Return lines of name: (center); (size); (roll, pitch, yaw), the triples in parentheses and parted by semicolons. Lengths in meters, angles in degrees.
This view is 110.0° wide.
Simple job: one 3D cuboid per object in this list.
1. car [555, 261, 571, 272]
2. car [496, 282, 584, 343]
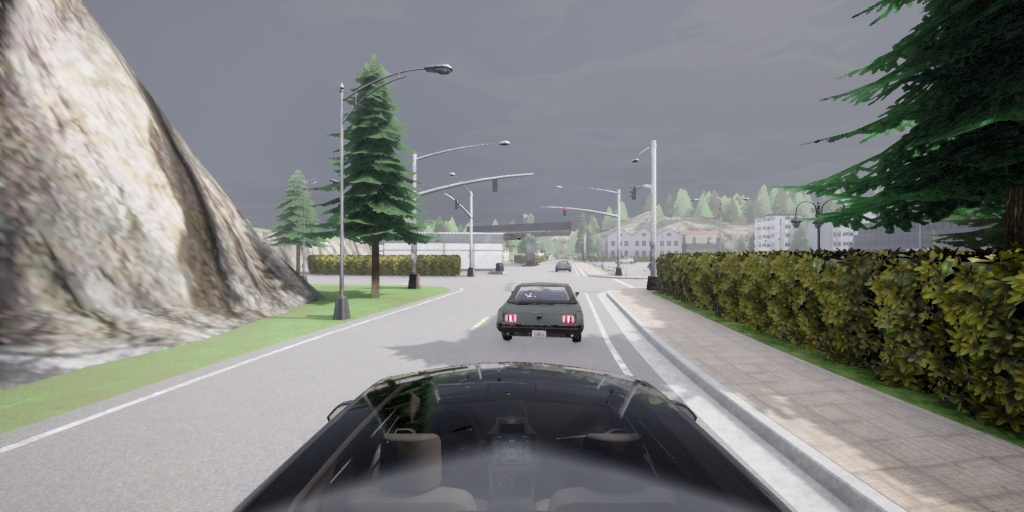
car: (6.565, 1.314, 45.823); (1.994, 1.385, 4.181); (0, 0, 9)
car: (0.882, 1.351, 9.751); (1.895, 1.301, 4.718); (0, 0, 8)
